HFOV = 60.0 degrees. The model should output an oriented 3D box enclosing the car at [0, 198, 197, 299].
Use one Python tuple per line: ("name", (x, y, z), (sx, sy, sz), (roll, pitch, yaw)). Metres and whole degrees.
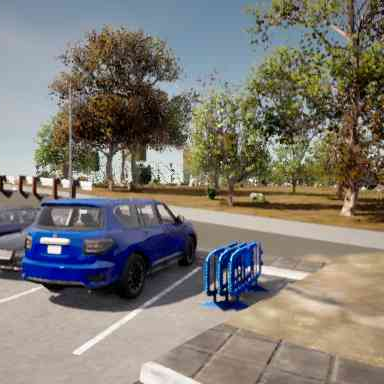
("car", (-1.620, 1.193, 8.593), (2.435, 2.045, 5.566), (0, -1, 19))
